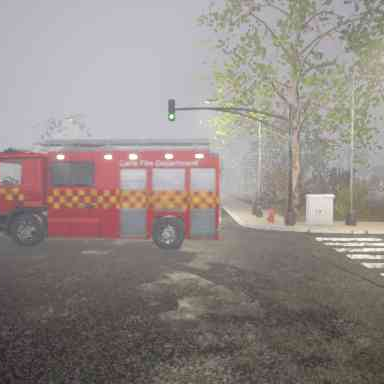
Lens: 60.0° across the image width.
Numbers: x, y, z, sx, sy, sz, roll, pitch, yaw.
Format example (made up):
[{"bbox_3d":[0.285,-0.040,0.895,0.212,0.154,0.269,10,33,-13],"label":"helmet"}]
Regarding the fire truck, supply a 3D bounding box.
[{"bbox_3d":[-3.080,0.027,12.671,8.468,3.827,2.891,0,1,5],"label":"fire truck"}]
